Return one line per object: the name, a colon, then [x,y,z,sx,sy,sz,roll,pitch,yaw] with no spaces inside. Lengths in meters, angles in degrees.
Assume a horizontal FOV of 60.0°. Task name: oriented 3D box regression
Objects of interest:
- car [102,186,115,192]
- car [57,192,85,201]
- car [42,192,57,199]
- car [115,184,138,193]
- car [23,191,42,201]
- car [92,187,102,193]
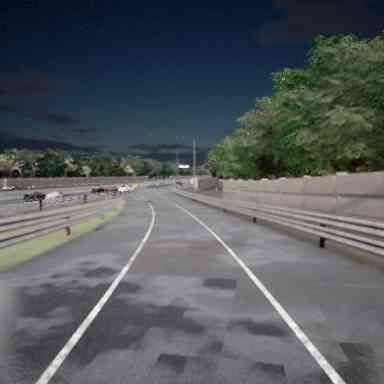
car: [-18.604,-0.677,78.314,2.097,1.767,4.553,0,3,11]
car: [-19.649,0.680,55.197,2.128,1.511,4.902,0,3,11]
car: [-22.917,0.653,56.704,1.812,1.442,4.674,0,3,11]
car: [-15.158,-0.794,77.694,2.150,2.045,5.566,0,3,11]
car: [-26.515,0.651,56.561,1.837,1.490,4.892,0,3,11]
car: [-22.027,-0.573,79.049,1.882,1.535,5.008,0,3,11]
